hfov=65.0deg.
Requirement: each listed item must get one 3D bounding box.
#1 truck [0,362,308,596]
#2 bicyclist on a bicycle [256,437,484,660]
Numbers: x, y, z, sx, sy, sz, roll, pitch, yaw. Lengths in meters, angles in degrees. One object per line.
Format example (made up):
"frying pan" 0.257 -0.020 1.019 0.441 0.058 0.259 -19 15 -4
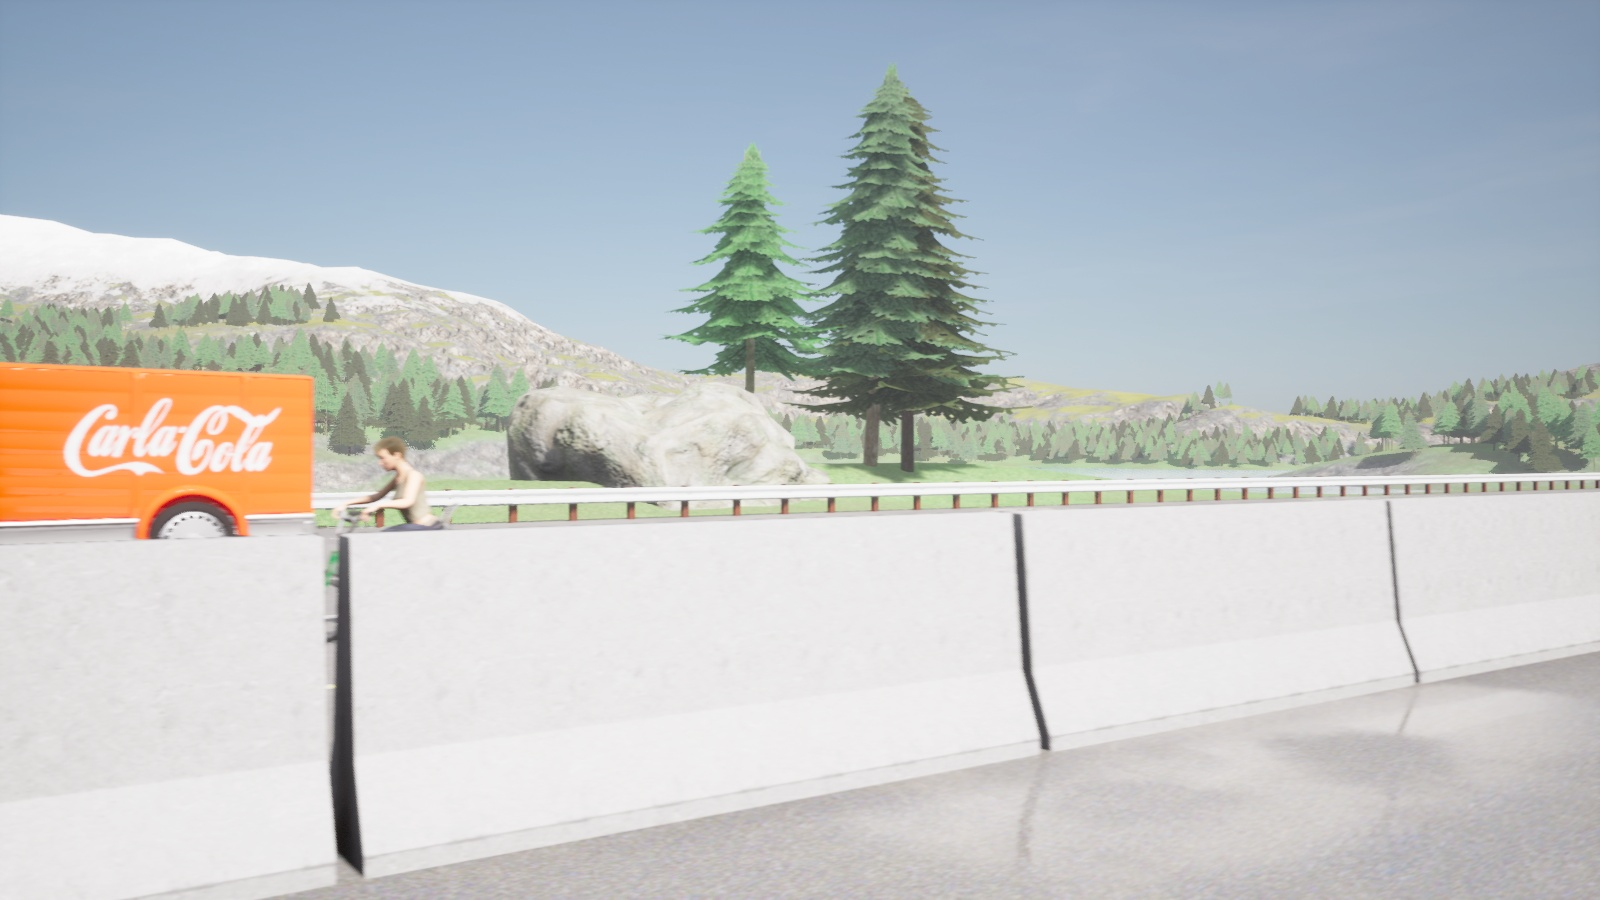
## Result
"truck" -8.770 0.312 14.613 5.204 2.467 2.627 0 0 -35
"bicyclist on a bicycle" -3.363 0.713 9.842 1.509 1.612 0.866 0 0 -35
